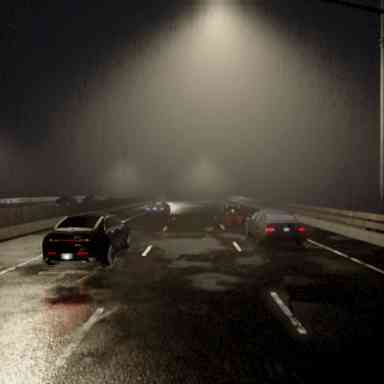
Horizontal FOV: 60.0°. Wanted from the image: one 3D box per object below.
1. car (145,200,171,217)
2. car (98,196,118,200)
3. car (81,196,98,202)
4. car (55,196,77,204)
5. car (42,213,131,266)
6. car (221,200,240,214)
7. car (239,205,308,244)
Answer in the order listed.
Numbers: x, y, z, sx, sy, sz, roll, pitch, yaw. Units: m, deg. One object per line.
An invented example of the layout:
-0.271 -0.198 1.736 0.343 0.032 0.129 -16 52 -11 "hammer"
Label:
-3.088 1.466 30.710 2.033 1.411 5.357 0 0 1 "car"
-13.138 1.430 54.343 2.033 1.411 5.357 0 0 2 "car"
-16.627 1.386 54.717 1.837 1.490 4.892 0 0 2 "car"
-20.173 1.360 53.481 1.882 1.535 5.008 0 0 2 "car"
-3.343 1.468 11.352 1.837 1.490 4.892 0 0 0 "car"
3.991 1.512 34.443 1.895 1.301 4.718 0 0 1 "car"
3.690 1.501 15.380 2.033 1.411 5.357 0 0 1 "car"
